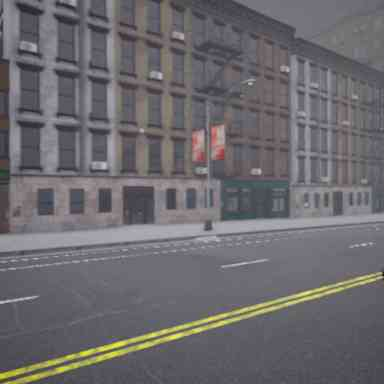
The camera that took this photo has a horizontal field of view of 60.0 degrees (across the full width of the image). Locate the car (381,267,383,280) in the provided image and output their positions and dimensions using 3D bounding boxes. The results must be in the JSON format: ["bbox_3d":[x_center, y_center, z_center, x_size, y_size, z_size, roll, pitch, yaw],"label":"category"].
[{"bbox_3d":[6.906,1.645,8.452,5.357,1.411,2.033,1,0,-35],"label":"car"}]
